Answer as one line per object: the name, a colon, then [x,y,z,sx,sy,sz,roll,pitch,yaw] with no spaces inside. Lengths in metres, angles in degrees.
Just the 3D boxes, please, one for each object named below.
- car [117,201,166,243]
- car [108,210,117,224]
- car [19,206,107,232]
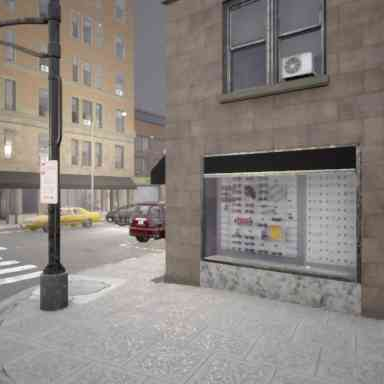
car: [-0.691,1.306,15.322,2.192,1.841,5.009,0,0,35]
car: [-3.081,1.549,21.986,1.994,1.385,4.181,0,0,35]
car: [-7.771,1.519,20.076,1.752,1.417,4.829,0,0,35]
